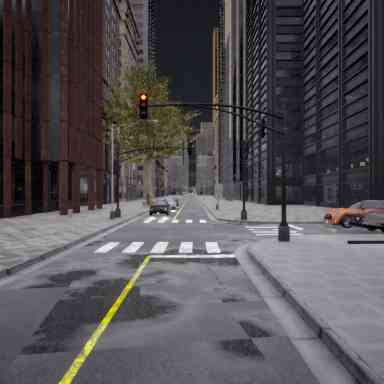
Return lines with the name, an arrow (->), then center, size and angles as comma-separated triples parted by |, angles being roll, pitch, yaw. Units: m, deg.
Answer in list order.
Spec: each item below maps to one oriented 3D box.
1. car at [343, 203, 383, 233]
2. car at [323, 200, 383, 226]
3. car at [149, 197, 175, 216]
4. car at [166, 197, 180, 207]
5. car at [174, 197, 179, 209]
car -> 11.534, 1.491, 18.108 | 5.357, 1.411, 2.033 | 0, 0, 0
car -> 10.855, 1.311, 21.207 | 4.553, 1.767, 2.097 | 0, 0, 0
car -> -3.085, 1.553, 32.843 | 2.033, 1.411, 5.357 | 0, 0, 0
car -> -3.062, 1.580, 54.147 | 2.033, 1.411, 5.357 | 0, 0, 0
car -> -3.069, 1.539, 43.643 | 1.812, 1.442, 4.674 | 0, 0, 0
